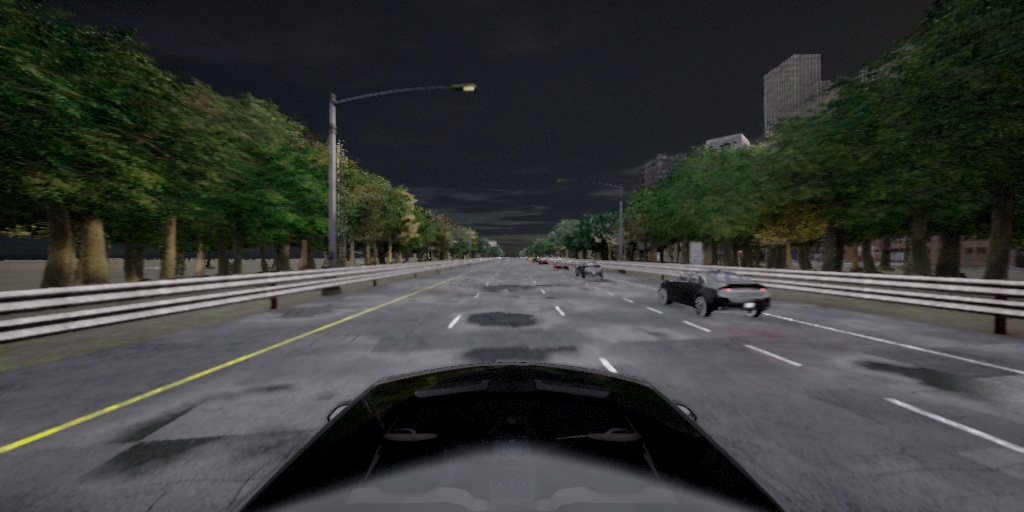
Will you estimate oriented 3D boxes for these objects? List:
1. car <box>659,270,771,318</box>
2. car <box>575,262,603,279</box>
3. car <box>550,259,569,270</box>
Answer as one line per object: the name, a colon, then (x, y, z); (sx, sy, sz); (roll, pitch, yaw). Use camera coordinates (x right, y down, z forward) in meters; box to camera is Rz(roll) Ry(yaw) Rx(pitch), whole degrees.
car: (6.999, 1.245, 12.998); (2.128, 1.511, 4.902); (0, 0, 0)
car: (6.996, 1.252, 32.948); (2.128, 1.511, 4.902); (0, 0, 0)
car: (6.994, 1.371, 51.901); (1.895, 1.301, 4.718); (0, 0, 0)
